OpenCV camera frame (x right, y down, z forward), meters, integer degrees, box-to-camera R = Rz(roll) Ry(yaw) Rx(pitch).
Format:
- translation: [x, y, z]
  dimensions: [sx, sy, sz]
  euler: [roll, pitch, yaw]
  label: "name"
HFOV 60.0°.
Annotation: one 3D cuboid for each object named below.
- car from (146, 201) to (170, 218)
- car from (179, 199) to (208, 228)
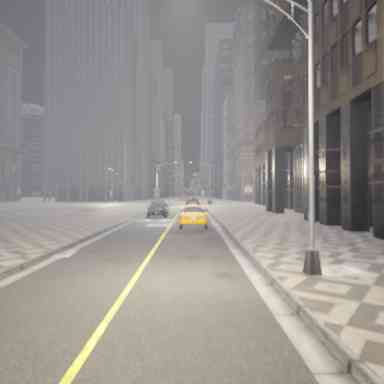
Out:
- translation: [-3.101, 1.605, 31.034]
  dimensions: [1.837, 1.490, 4.892]
  euler: [0, 0, 0]
  label: "car"
- translation: [0.094, 1.523, 22.460]
  dimensions: [1.801, 1.575, 5.366]
  euler: [0, 0, 0]
  label: "car"
